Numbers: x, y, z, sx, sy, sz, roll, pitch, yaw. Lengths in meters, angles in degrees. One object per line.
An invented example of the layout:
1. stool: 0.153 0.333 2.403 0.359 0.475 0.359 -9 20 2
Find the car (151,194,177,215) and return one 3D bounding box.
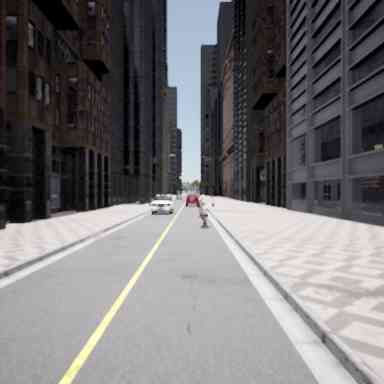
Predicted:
1. car: -3.092 1.291 35.756 2.150 2.045 5.566 0 0 0

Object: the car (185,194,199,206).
1. car: 0.043 1.333 56.208 2.150 2.045 5.566 0 0 1

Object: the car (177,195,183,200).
1. car: -2.995 1.396 77.934 1.812 1.442 4.674 0 0 0

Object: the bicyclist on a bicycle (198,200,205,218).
1. bicyclist on a bicycle: 0.829 1.514 30.511 0.582 1.620 1.656 0 0 0

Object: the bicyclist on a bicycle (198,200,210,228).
1. bicyclist on a bicycle: 0.817 1.480 21.780 0.866 1.612 1.509 0 0 0
